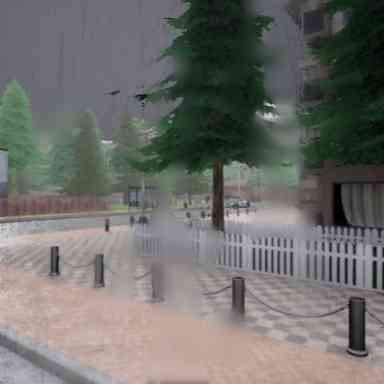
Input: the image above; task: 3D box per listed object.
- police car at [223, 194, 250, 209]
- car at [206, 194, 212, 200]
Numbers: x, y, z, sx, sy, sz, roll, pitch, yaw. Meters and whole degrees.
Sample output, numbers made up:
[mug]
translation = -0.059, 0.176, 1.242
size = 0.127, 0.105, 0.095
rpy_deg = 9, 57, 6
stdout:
[police car]
translation = 5.712, 1.460, 43.794
size = 2.038, 1.542, 4.974
rpy_deg = 0, 0, 37
[car]
translation = 5.290, 1.085, 82.971
size = 1.905, 1.878, 3.866
rpy_deg = 0, 0, 36
